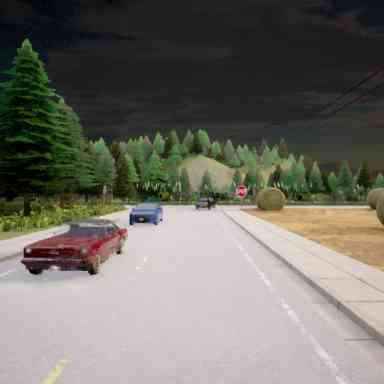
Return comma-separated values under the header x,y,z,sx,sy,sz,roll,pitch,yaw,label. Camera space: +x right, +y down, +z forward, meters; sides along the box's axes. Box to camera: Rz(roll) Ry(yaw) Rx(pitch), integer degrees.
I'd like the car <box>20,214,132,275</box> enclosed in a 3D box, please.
x,y,z,sx,sy,sz,roll,pitch,yaw,label
-3.433,1.600,10.642,1.895,1.301,4.718,0,0,1,car

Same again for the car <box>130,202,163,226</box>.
x,y,z,sx,sy,sz,roll,pitch,yaw,label
-3.180,1.478,23.708,1.882,1.535,5.008,0,0,1,car

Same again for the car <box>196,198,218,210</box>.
x,y,z,sx,sy,sz,roll,pitch,yaw,label
1.927,1.487,43.261,2.128,1.511,4.902,0,0,18,car
